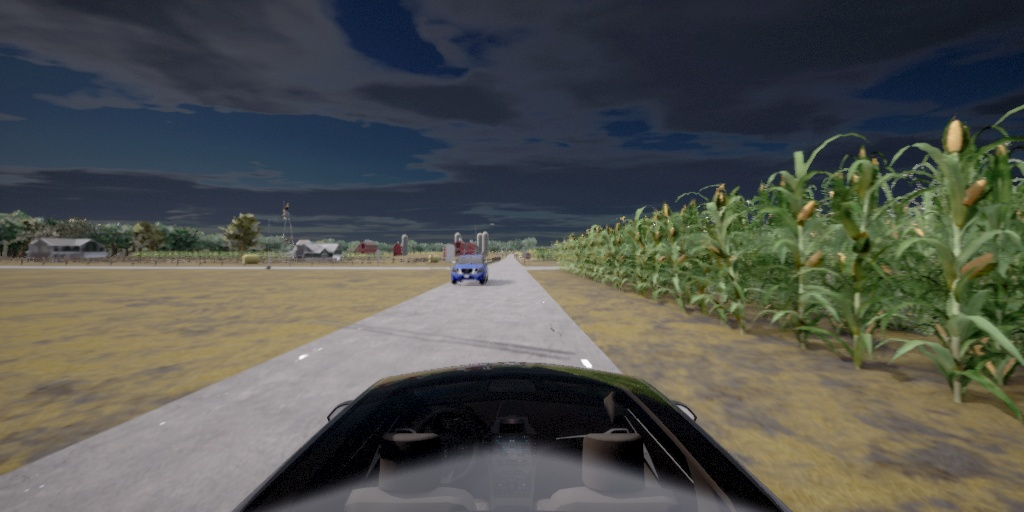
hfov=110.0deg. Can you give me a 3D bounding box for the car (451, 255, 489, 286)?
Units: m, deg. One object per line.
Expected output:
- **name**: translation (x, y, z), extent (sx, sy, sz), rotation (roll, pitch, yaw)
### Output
- **car**: translation (-2.846, 0.913, 25.223), extent (2.150, 2.045, 5.566), rotation (0, 0, 0)
